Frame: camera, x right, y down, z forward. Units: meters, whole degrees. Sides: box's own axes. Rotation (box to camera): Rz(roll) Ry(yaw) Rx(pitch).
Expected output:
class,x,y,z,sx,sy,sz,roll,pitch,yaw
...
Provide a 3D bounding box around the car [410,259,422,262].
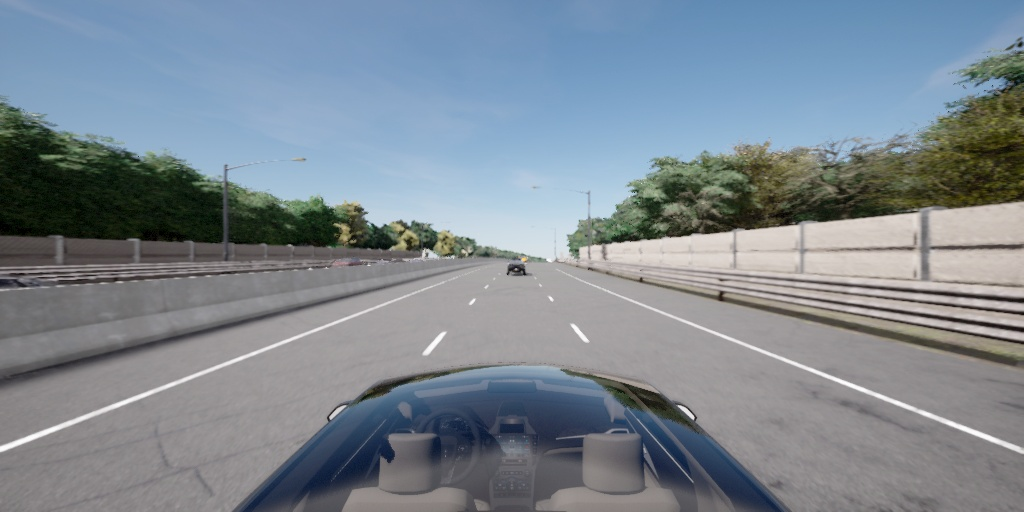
class,x,y,z,sx,sy,sz,roll,pitch,yaw
car,-13.188,1.151,49.927,1.994,1.385,4.181,0,0,3

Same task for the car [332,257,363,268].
class,x,y,z,sx,sy,sz,roll,pitch,yaw
car,-20.397,0.967,44.563,2.097,1.767,4.553,0,0,2

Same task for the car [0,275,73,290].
class,x,y,z,sx,sy,sz,roll,pitch,yaw
car,-14.088,1.226,8.781,2.128,1.511,4.902,0,0,0

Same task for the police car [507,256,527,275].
class,x,y,z,sx,sy,sz,roll,pitch,yaw
police car,0.500,1.062,37.328,1.930,1.638,5.238,0,0,2

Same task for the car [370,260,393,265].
class,x,y,z,sx,sy,sz,roll,pitch,yaw
car,-16.804,1.203,46.898,1.895,1.301,4.718,0,0,3
